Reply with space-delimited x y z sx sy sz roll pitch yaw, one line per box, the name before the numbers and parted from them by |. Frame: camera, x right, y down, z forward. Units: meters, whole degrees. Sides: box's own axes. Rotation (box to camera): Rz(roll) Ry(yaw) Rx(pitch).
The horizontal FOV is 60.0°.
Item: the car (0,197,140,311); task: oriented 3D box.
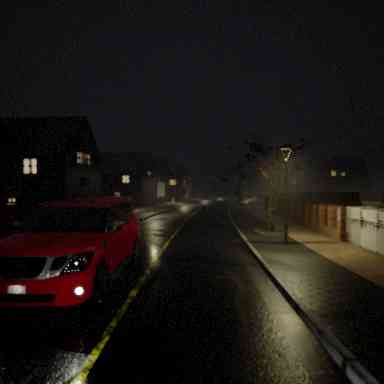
car | -2.695 1.176 8.021 2.150 2.045 5.566 0 0 2
